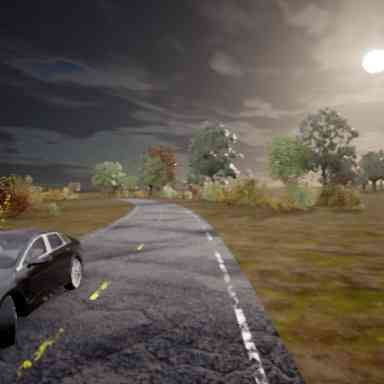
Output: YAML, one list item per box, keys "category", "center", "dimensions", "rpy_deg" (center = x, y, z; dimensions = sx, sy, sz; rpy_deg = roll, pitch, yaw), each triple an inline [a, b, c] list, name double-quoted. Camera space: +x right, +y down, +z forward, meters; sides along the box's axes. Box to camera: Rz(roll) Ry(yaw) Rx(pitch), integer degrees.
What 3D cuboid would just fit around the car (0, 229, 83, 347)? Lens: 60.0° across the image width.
- category: "car"
  center: [-3.604, 1.538, 6.434]
  dimensions: [2.128, 1.511, 4.902]
  rpy_deg: [-1, 0, -1]
